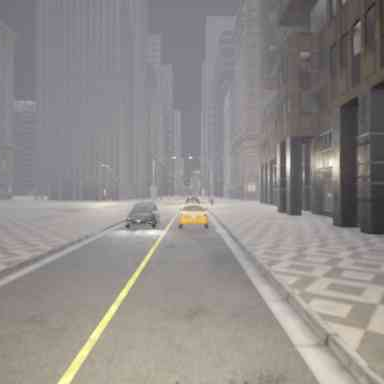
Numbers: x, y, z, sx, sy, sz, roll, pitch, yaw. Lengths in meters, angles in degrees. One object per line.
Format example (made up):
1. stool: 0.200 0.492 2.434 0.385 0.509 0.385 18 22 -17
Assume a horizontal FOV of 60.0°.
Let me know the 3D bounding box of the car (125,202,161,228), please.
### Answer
1. car: -3.101 1.470 21.726 1.837 1.490 4.892 0 0 0

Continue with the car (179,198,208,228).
1. car: 0.093 1.421 21.906 1.801 1.575 5.366 0 0 0
